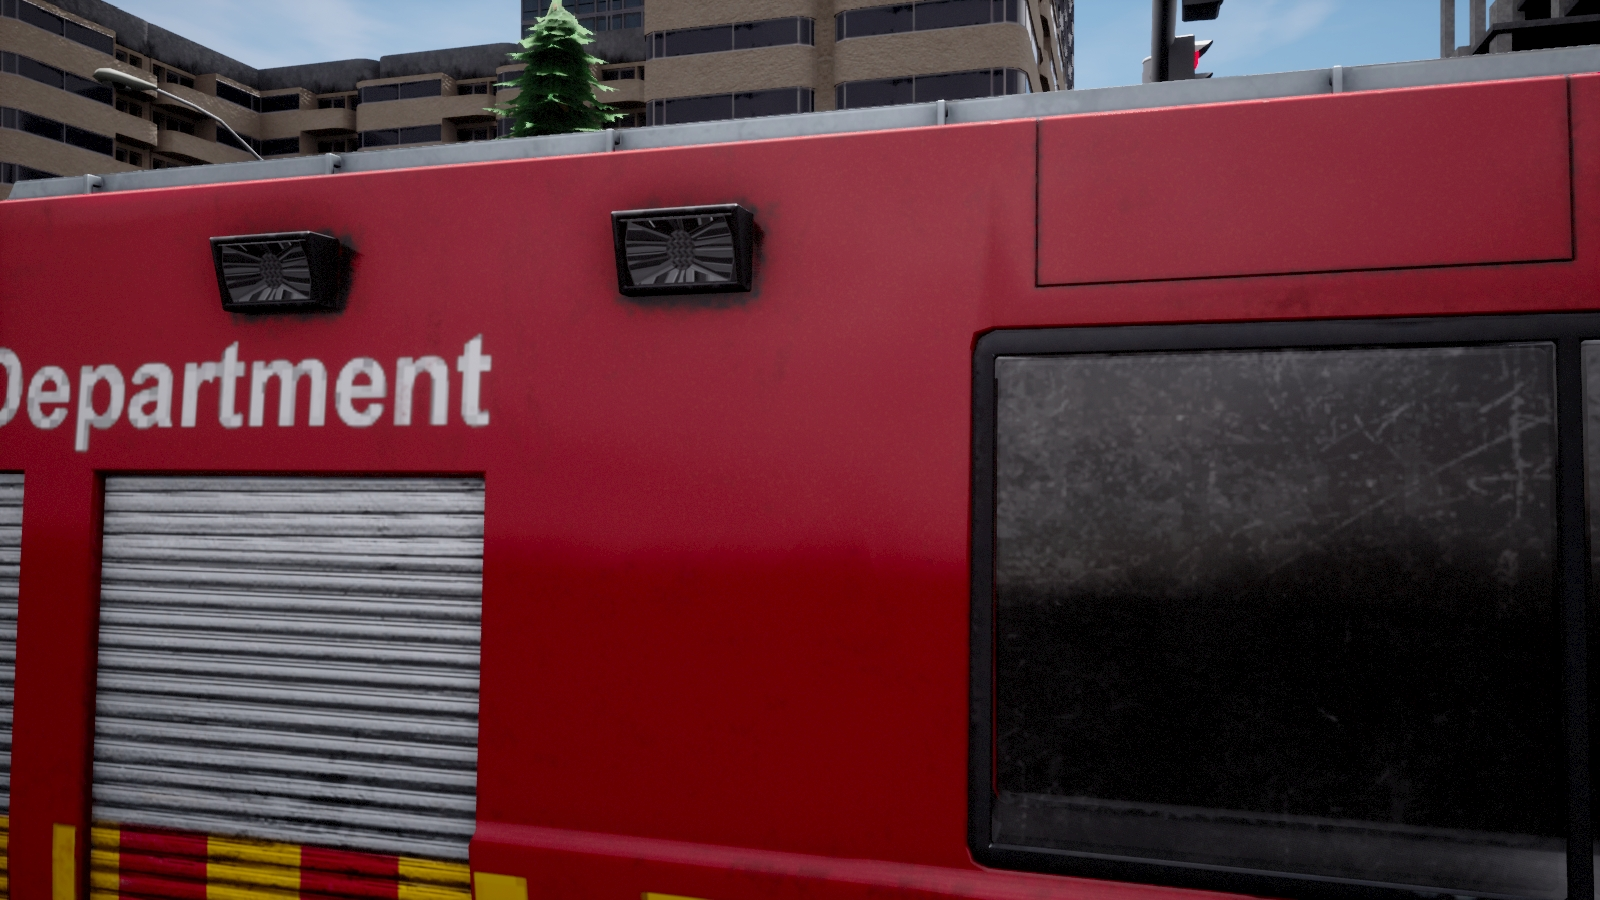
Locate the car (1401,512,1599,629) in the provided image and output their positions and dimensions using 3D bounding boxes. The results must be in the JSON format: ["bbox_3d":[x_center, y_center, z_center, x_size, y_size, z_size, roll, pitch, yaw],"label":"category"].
[{"bbox_3d":[12.484,2.037,20.491,2.038,1.542,4.974,0,0,16],"label":"car"}]
